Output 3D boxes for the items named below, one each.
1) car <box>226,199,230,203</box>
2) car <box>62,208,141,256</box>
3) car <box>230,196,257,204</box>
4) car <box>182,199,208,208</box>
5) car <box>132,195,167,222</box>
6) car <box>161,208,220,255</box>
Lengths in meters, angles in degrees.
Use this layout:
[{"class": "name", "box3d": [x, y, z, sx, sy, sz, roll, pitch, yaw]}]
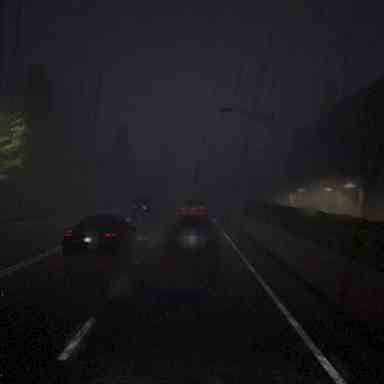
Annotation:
[{"class": "car", "box3d": [8.861, 1.595, 65.560, 4.718, 1.301, 1.895, 0, 0, -37]}, {"class": "car", "box3d": [-3.453, 1.563, 13.091, 1.994, 1.385, 4.181, 0, 0, 1]}, {"class": "car", "box3d": [10.074, 1.488, 61.897, 4.902, 1.511, 2.128, 0, 0, -40]}, {"class": "car", "box3d": [0.277, 1.349, 27.849, 2.097, 1.767, 4.553, 0, 0, 4]}, {"class": "car", "box3d": [-3.324, 1.221, 26.847, 2.150, 2.045, 5.566, 0, 0, 3]}, {"class": "car", "box3d": [0.049, 1.564, 13.224, 1.994, 1.385, 4.181, 0, 0, 1]}]
